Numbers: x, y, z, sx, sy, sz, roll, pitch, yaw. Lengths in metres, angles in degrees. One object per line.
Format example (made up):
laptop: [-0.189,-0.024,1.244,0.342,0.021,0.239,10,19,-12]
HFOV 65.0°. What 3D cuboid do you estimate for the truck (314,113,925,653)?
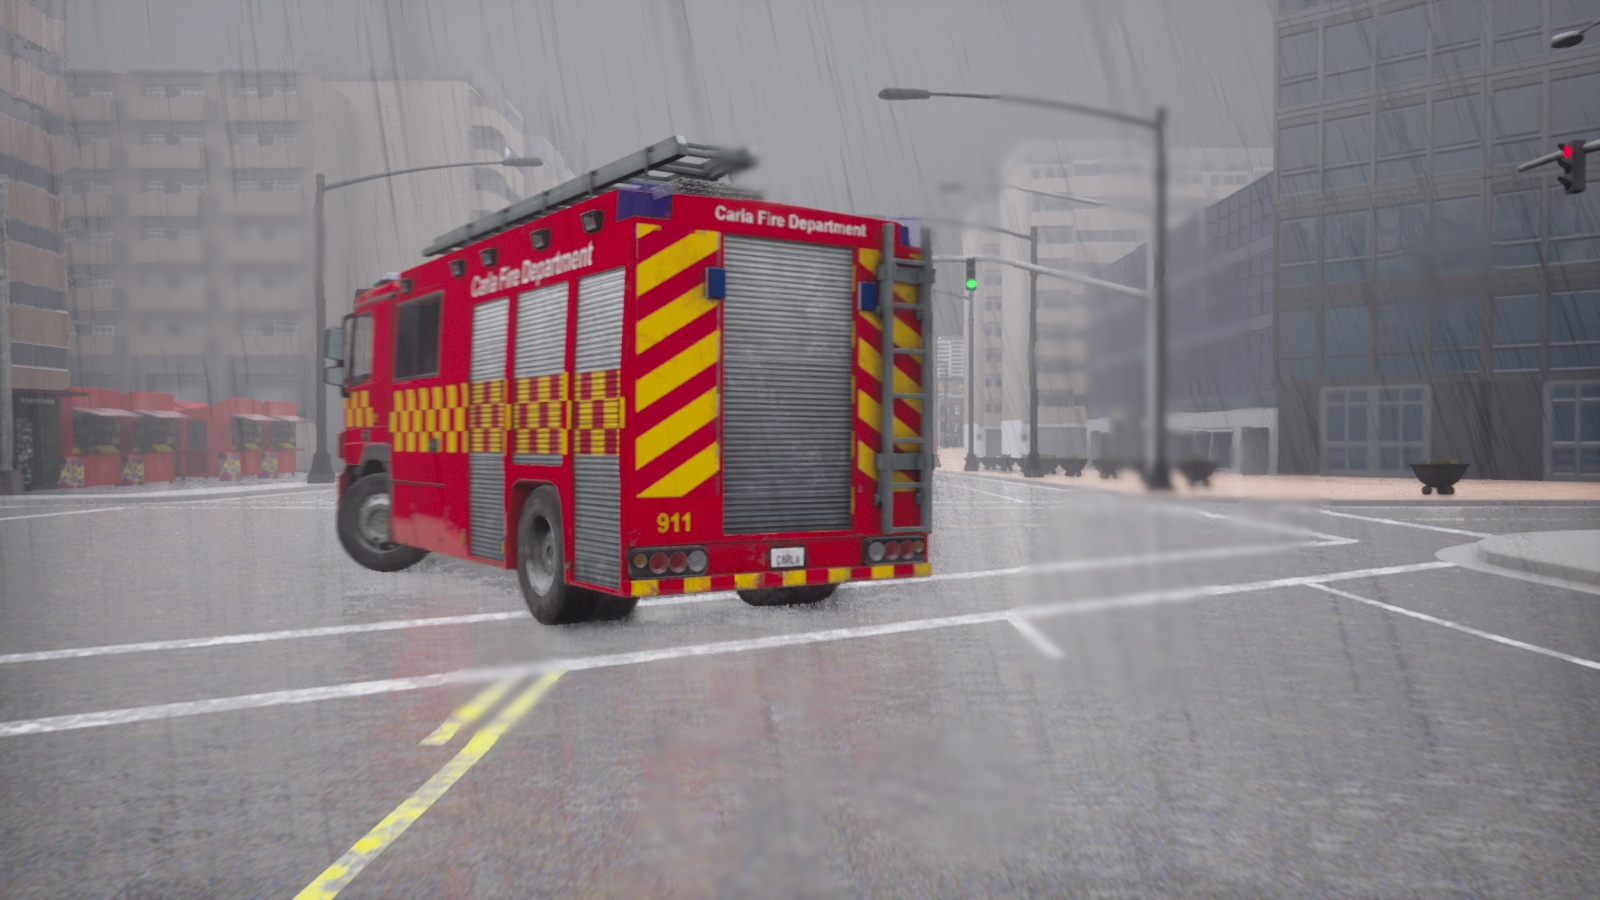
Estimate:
truck: [-2.553,-0.504,13.213,2.891,3.827,8.468,0,0,-34]
